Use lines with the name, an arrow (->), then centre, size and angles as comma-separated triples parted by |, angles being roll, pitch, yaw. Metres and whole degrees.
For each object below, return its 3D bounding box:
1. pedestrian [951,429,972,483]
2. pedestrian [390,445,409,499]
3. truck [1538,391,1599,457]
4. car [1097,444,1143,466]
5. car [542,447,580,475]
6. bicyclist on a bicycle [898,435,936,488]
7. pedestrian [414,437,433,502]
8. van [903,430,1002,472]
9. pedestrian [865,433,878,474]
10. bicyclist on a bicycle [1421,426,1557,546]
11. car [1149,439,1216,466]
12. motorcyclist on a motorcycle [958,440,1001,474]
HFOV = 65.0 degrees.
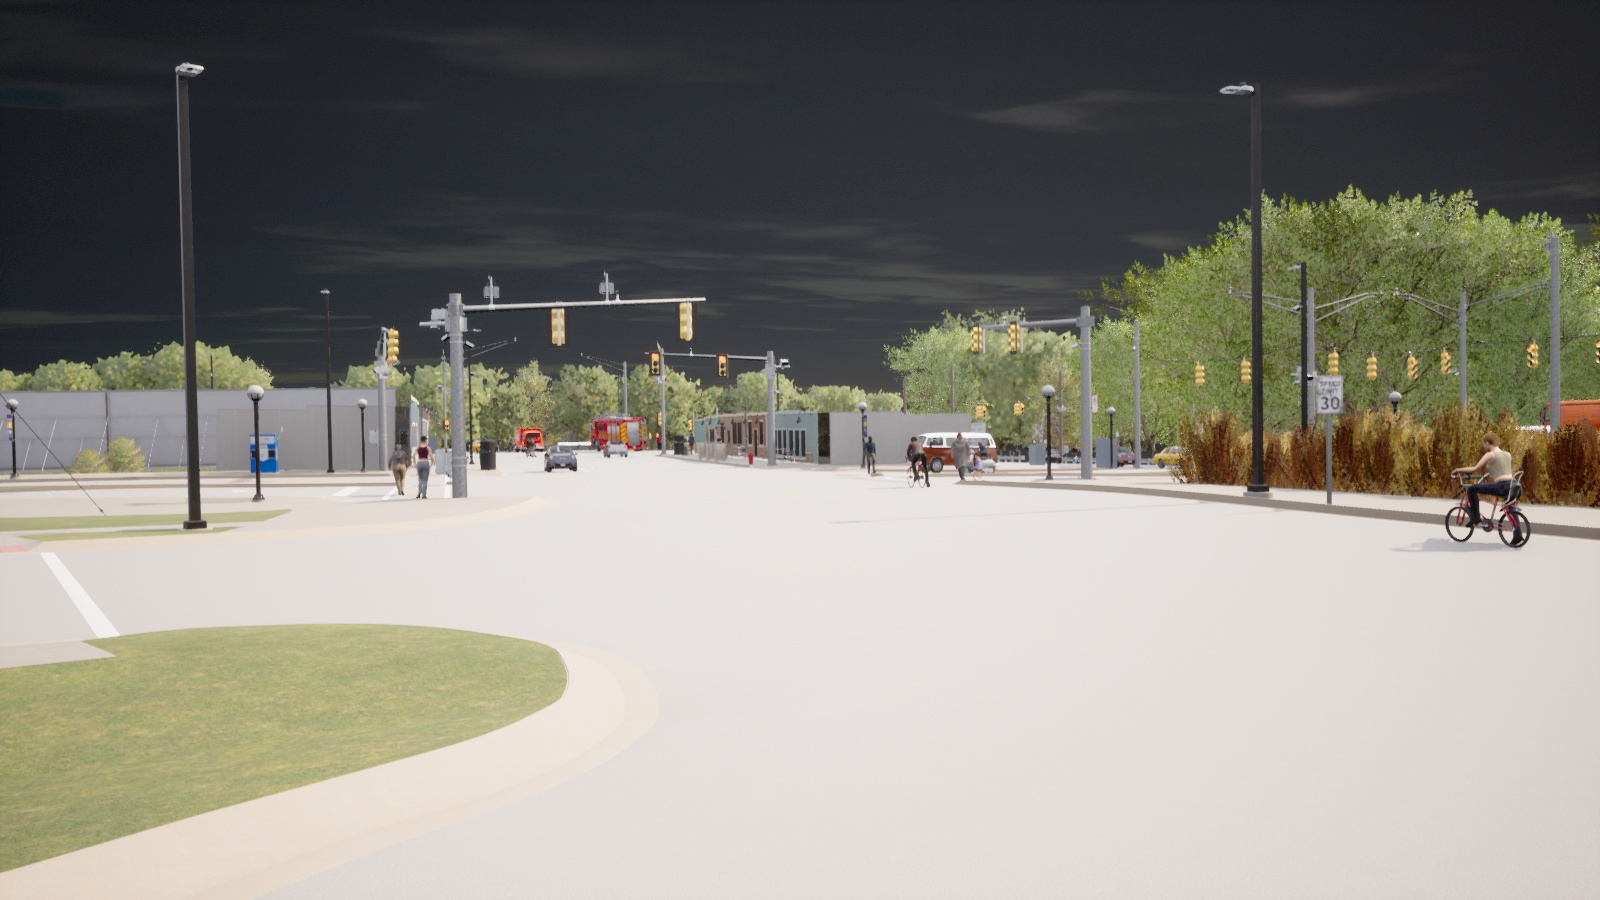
pedestrian -> 5.918, 0.210, 45.992 | 0.659, 1.952, 0.873 | -1, 2, 11
pedestrian -> -14.011, 0.760, 43.940 | 0.540, 1.848, 0.694 | -2, 2, -21
truck -> 43.479, -1.446, 67.754 | 2.891, 3.462, 7.936 | -2, 1, 3
car -> 23.074, 0.340, 90.610 | 1.845, 1.501, 3.633 | -2, 0, -9
car -> -13.492, 0.599, 70.748 | 1.845, 1.501, 3.633 | -2, 1, -15
bicyclist on a bicycle -> 3.679, 0.361, 39.645 | 0.582, 1.620, 1.656 | -2, -1, -15
pedestrian -> -10.812, 0.543, 36.091 | 0.345, 1.836, 0.594 | -1, 2, -3
van -> 7.610, 0.080, 62.926 | 4.480, 2.038, 2.069 | 0, -1, -17
pedestrian -> 3.240, 0.168, 57.160 | 0.370, 1.835, 0.726 | -2, 2, -13
bicyclist on a bicycle -> 9.797, 0.474, 17.922 | 0.866, 1.612, 1.509 | -2, 1, -17
car -> 24.733, 0.183, 81.410 | 1.801, 1.575, 5.366 | -2, 0, -11
motorcyclist on a motorcycle -> 8.458, 0.302, 59.182 | 1.817, 1.590, 0.866 | 0, 0, -20
